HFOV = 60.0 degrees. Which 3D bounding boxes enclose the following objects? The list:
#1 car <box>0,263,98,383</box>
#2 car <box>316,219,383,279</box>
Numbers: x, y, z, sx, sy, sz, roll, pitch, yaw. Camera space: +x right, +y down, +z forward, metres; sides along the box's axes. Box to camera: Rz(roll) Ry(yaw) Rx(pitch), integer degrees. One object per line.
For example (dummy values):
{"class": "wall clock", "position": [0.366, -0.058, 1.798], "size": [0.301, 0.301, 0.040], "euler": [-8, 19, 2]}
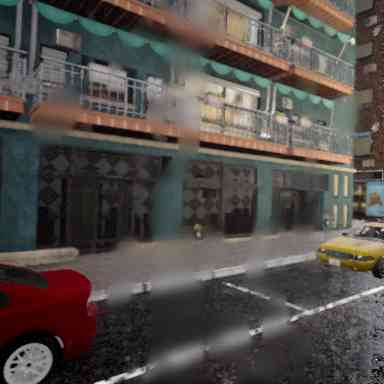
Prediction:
{"class": "car", "position": [-3.360, 1.545, 3.671], "size": [4.507, 1.381, 1.887], "euler": [0, 2, -35]}
{"class": "car", "position": [5.728, 1.533, 10.143], "size": [4.829, 1.417, 1.752], "euler": [0, 2, -35]}
